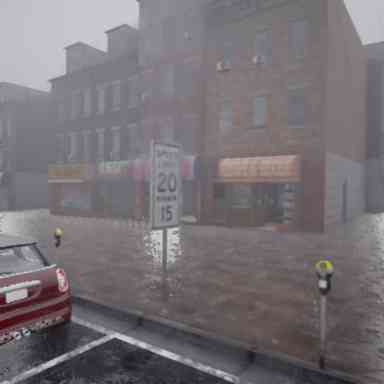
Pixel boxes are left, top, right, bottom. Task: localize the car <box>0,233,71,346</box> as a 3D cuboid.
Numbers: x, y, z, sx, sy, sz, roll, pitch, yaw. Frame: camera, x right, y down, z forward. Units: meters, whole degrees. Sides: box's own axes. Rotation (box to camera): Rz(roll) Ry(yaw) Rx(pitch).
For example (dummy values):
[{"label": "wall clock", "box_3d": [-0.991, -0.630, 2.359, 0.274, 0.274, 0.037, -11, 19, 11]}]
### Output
[{"label": "car", "box_3d": [-3.921, 1.399, 5.587, 4.097, 1.590, 1.967, 0, 1, 35]}]
